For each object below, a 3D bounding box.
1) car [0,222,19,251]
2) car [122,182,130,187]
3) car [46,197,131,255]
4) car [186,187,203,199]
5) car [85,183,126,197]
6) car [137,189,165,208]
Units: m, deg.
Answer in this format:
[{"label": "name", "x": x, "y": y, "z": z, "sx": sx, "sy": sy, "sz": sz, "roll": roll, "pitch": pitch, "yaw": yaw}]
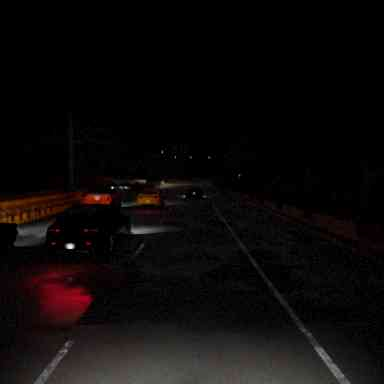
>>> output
[{"label": "car", "x": -6.896, "y": 1.355, "z": 9.339, "sx": 1.895, "sy": 1.301, "sz": 4.718, "roll": 0, "pitch": 2, "yaw": 0}, {"label": "car", "x": -17.090, "y": -1.946, "z": 84.970, "sx": 1.994, "sy": 1.385, "sz": 4.181, "roll": 0, "pitch": 2, "yaw": 0}, {"label": "car", "x": -3.389, "y": 1.160, "z": 11.675, "sx": 1.837, "sy": 1.490, "sz": 4.892, "roll": 0, "pitch": 2, "yaw": 0}, {"label": "car", "x": 0.253, "y": 0.030, "z": 39.310, "sx": 1.994, "sy": 1.385, "sz": 4.181, "roll": 0, "pitch": 2, "yaw": 0}, {"label": "car", "x": -6.896, "y": 0.384, "z": 26.116, "sx": 2.097, "sy": 1.767, "sz": 4.553, "roll": 0, "pitch": 2, "yaw": -1}, {"label": "car", "x": -3.316, "y": 0.449, "z": 27.551, "sx": 1.882, "sy": 1.535, "sz": 5.008, "roll": 0, "pitch": 3, "yaw": 0}]
